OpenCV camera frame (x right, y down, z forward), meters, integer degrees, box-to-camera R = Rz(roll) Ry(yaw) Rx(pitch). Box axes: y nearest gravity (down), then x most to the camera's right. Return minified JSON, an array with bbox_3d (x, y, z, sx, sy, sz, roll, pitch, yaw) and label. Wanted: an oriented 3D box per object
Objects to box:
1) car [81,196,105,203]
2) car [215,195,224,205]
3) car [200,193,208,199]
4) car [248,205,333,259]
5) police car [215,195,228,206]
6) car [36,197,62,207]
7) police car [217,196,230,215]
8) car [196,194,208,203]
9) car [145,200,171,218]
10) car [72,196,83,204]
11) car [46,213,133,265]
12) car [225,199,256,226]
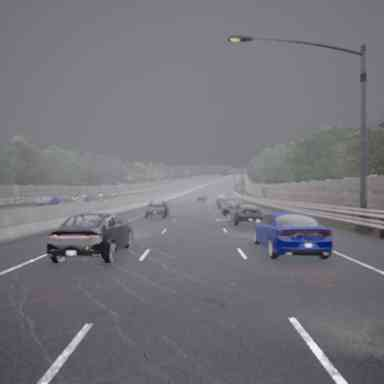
[{"bbox_3d":[-13.155,1.552,45.855,1.895,1.301,4.718,0,0,3],"label":"car"},{"bbox_3d":[4.405,1.480,45.261,2.128,1.511,4.902,0,0,2],"label":"car"},{"bbox_3d":[3.118,1.087,84.979,2.033,1.411,5.357,0,1,4],"label":"car"},{"bbox_3d":[3.575,1.471,12.589,1.882,1.535,5.008,0,0,1],"label":"car"},{"bbox_3d":[4.891,1.351,56.250,1.930,1.638,5.238,0,0,3],"label":"police car"},{"bbox_3d":[-20.106,1.410,46.890,1.882,1.535,5.008,0,0,3],"label":"car"},{"bbox_3d":[4.029,1.521,34.376,2.038,1.542,4.974,0,0,2],"label":"police car"},{"bbox_3d":[1.893,1.318,66.672,1.837,1.490,4.892,0,1,3],"label":"car"},{"bbox_3d":[-2.986,1.496,29.883,2.128,1.511,4.902,0,0,1],"label":"car"},{"bbox_3d":[-16.463,1.424,50.201,1.837,1.490,4.892,0,1,3],"label":"car"},{"bbox_3d":[-3.322,1.477,11.636,2.128,1.511,4.902,0,0,1],"label":"car"},{"bbox_3d":[3.718,1.514,23.624,1.837,1.490,4.892,0,0,0],"label":"car"}]
